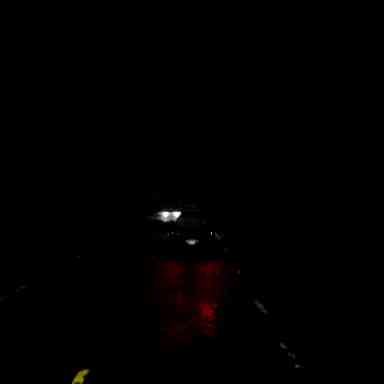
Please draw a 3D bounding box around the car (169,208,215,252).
[{"bbox_3d":[0.007,1.657,14.390,1.812,1.442,4.674,0,0,0],"label":"car"}]

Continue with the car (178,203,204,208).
[{"bbox_3d":[0.010,1.739,29.461,1.882,1.535,5.008,0,0,0],"label":"car"}]

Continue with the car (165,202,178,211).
[{"bbox_3d":[-2.745,2.004,46.618,1.895,1.301,4.718,0,-1,0],"label":"car"}]
